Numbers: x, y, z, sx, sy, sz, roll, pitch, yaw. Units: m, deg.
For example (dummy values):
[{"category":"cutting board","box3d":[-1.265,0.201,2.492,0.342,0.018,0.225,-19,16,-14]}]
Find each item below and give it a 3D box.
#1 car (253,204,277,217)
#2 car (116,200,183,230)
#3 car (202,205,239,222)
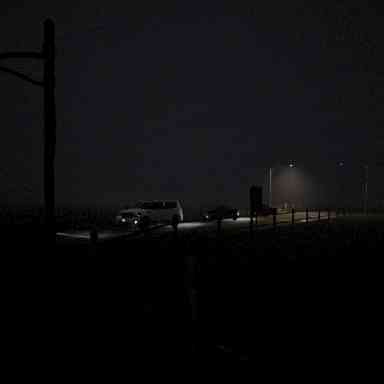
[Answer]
[{"category":"car","box3d":[8.869,2.266,40.782,2.128,1.511,4.902,0,-1,36]},{"category":"car","box3d":[-2.973,1.608,24.612,2.150,2.045,5.566,0,-1,36]},{"category":"car","box3d":[2.841,2.067,32.552,2.128,1.511,4.902,0,-1,36]}]
